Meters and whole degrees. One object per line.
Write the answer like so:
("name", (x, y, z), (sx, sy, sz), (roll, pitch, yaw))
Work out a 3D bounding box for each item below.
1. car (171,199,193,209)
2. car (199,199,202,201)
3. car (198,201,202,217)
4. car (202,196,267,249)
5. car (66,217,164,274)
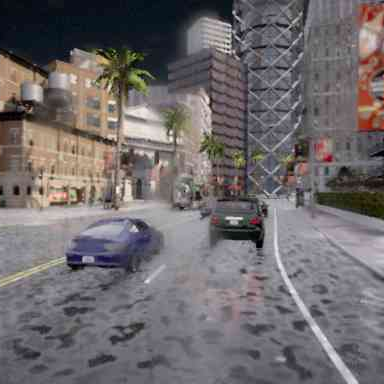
("car", (-1.235, 1.665, 45.637), (2.033, 1.411, 5.357), (0, 0, 14))
("car", (2.171, 1.342, 44.820), (2.097, 1.767, 4.553), (0, 0, 14))
("car", (2.081, 1.650, 29.562), (1.895, 1.301, 4.718), (0, 0, 14))
("car", (2.150, 1.251, 15.011), (2.150, 2.045, 5.566), (0, 0, 13))
("car", (-2.238, 1.526, 10.607), (1.812, 1.442, 4.674), (0, 0, 9))
